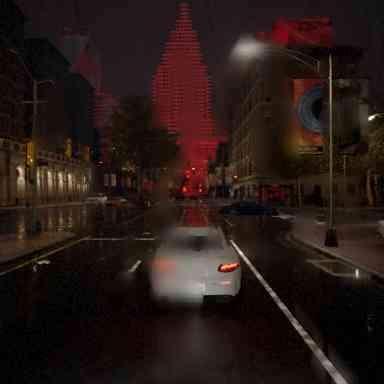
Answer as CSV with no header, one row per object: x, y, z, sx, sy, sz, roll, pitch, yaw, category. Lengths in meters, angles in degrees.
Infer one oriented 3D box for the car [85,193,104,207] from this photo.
-14.877,1.221,51.918,2.150,2.045,5.566,0,0,0,car

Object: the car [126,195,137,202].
-14.663,1.500,80.526,1.837,1.490,4.892,0,0,0,car

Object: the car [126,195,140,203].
-11.244,1.477,66.466,1.882,1.535,5.008,0,0,1,car

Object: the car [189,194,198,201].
0.362,1.493,86.484,1.837,1.490,4.892,0,0,0,car

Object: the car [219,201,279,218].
5.083,1.547,30.167,5.357,1.411,2.033,0,0,7,car

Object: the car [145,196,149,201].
-11.172,1.540,78.464,2.033,1.411,5.357,0,0,0,car

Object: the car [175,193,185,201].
-3.138,1.218,86.529,2.150,2.045,5.566,0,0,0,car

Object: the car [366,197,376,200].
34.730,1.481,68.120,2.231,1.521,4.892,0,0,0,car

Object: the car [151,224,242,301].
0.110,1.526,8.204,1.812,1.442,4.674,0,0,1,car

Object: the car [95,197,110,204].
-17.970,1.595,66.948,1.895,1.301,4.718,0,0,0,car

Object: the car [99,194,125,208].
-11.259,1.477,47.066,1.882,1.535,5.008,0,0,-3,car
